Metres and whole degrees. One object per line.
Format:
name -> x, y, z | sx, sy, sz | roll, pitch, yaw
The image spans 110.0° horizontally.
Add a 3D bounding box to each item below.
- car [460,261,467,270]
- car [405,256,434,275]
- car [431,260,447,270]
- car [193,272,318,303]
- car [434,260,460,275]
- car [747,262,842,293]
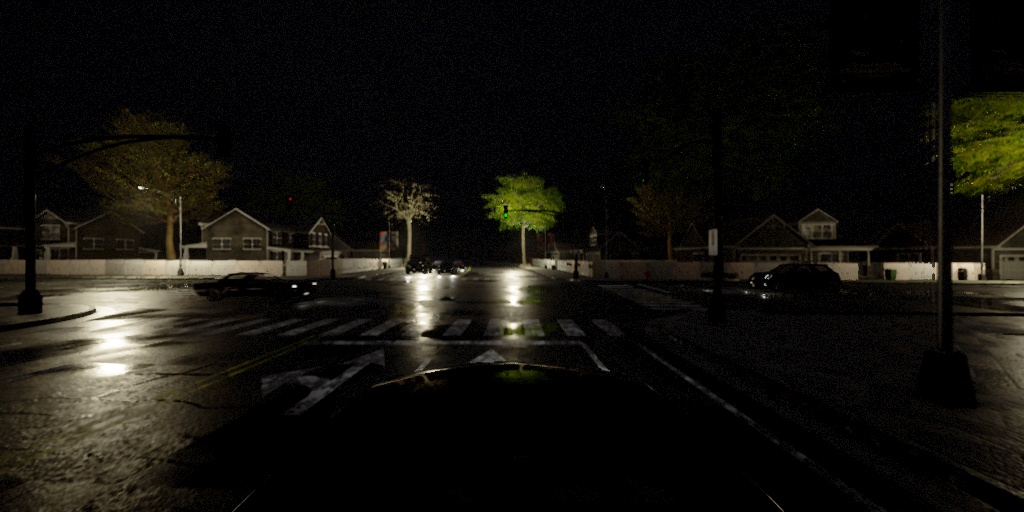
car -> -8.513, 1.440, 57.116 | 1.994, 1.385, 4.181 | 0, 0, -5
car -> -10.614, 1.072, 41.146 | 2.150, 2.045, 5.566 | 0, 0, -3
car -> -11.904, 1.426, 58.715 | 2.033, 1.411, 5.357 | 0, 0, -5
car -> -11.592, 1.400, 16.458 | 4.718, 1.301, 1.895 | 0, 0, 3
car -> -7.349, 1.356, 40.877 | 1.837, 1.490, 4.892 | 0, 0, -3
car -> 16.893, 1.214, 21.637 | 4.553, 1.767, 2.097 | 0, 0, 3
